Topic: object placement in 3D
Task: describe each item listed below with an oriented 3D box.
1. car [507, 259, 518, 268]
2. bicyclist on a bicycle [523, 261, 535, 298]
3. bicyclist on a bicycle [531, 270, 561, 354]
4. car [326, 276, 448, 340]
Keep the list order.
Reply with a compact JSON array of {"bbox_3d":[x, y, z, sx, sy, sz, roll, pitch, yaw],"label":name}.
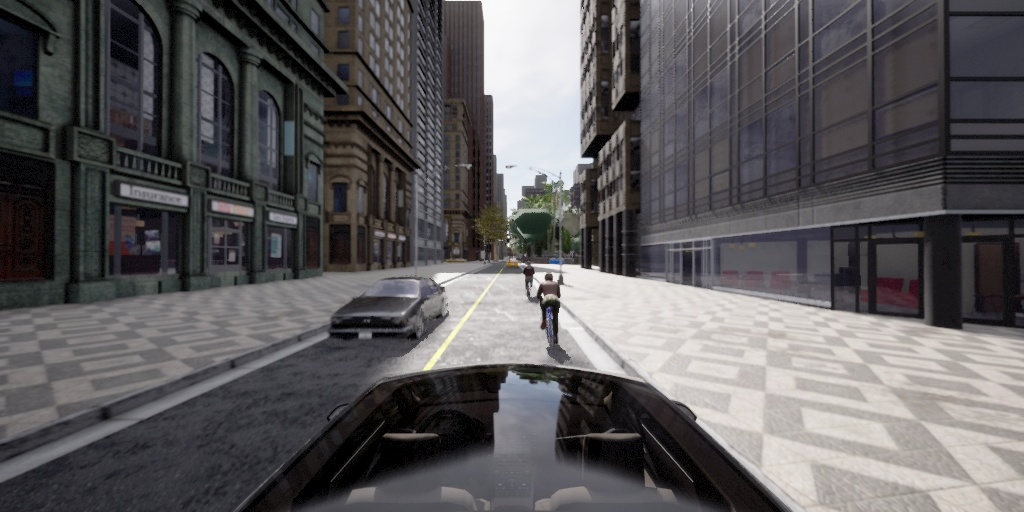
[{"bbox_3d":[0.094,1.287,63.390,1.882,1.535,5.008,0,0,0],"label":"car"},{"bbox_3d":[0.823,1.126,17.482,0.659,1.776,1.843,0,0,0],"label":"bicyclist on a bicycle"},{"bbox_3d":[0.823,1.204,7.870,0.582,1.620,1.656,0,0,0],"label":"bicyclist on a bicycle"},{"bbox_3d":[-3.099,1.299,10.252,2.033,1.411,5.357,0,0,0],"label":"car"}]
